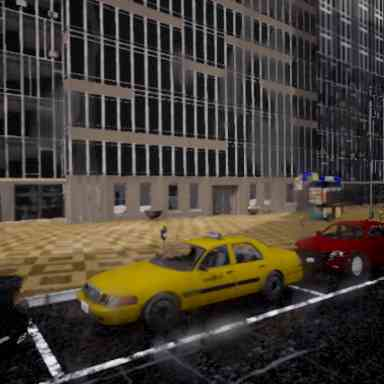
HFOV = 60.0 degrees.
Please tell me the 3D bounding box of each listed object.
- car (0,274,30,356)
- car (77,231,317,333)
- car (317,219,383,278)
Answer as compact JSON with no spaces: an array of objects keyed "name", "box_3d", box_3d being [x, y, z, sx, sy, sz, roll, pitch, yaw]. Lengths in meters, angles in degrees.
[{"name":"car","box_3d":[-4.197,1.551,3.582,4.403,1.369,2.008,0,-1,-35]},{"name":"car","box_3d":[0.246,1.526,6.748,4.829,1.417,1.752,0,-1,-35]},{"name":"car","box_3d":[4.965,1.547,10.111,4.507,1.381,1.887,0,-1,-35]}]
